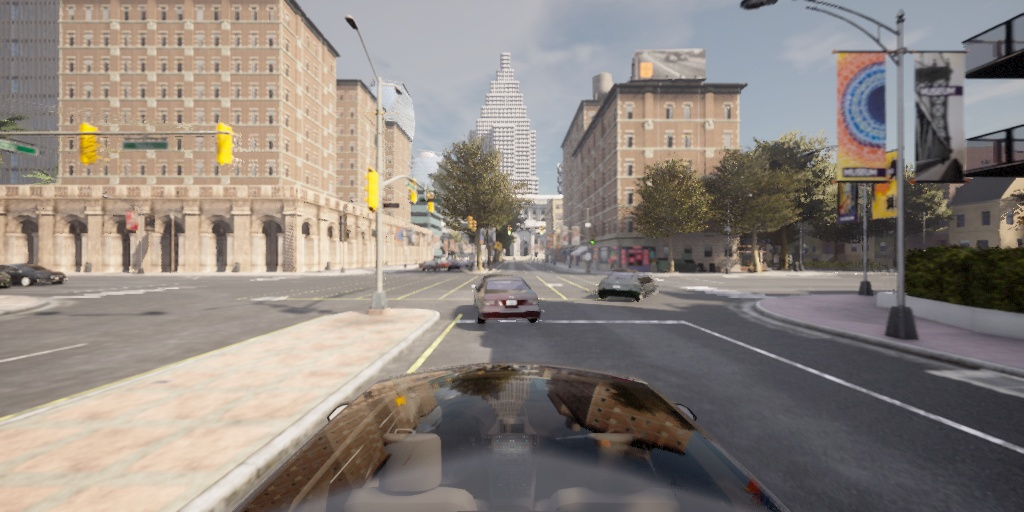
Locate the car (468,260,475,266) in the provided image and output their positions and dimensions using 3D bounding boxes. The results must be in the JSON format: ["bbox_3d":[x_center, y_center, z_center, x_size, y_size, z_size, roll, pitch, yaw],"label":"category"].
[{"bbox_3d":[-8.009,1.446,61.590,2.033,1.411,5.357,0,0,0],"label":"car"}]

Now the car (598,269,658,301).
[{"bbox_3d":[5.840,1.353,17.838,1.994,1.385,4.181,-1,0,33],"label":"car"}]

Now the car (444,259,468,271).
[{"bbox_3d":[-8.052,1.476,51.832,1.895,1.301,4.718,0,0,0],"label":"car"}]

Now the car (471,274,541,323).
[{"bbox_3d":[-0.350,1.323,12.217,2.033,1.411,5.357,0,0,-8],"label":"car"}]

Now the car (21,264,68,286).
[{"bbox_3d":[-34.153,1.315,24.993,4.892,1.490,1.837,0,0,0],"label":"car"}]

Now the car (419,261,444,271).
[{"bbox_3d":[-11.554,1.400,51.715,1.812,1.442,4.674,0,0,0],"label":"car"}]

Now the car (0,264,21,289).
[{"bbox_3d":[-33.315,1.153,21.497,4.553,1.767,2.097,0,0,0],"label":"car"}]
